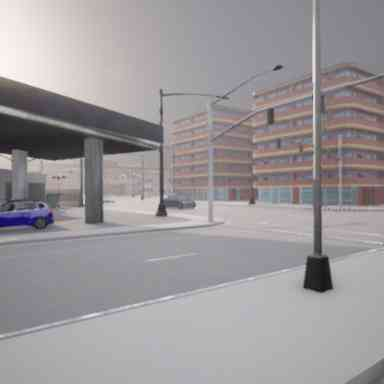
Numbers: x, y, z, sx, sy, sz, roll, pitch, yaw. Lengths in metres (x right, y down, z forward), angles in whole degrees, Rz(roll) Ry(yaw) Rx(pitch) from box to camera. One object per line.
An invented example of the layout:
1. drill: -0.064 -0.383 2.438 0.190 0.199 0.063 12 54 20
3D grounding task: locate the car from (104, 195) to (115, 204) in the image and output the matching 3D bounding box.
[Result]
1. car: -15.278 1.347 58.789 1.812 1.442 4.674 -1 0 -37

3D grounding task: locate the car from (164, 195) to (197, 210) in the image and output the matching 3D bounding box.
1. car: -1.438 1.163 40.387 2.097 1.767 4.553 -1 0 -37

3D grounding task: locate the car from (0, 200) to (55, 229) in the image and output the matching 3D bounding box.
1. car: -10.129 1.278 18.427 4.611 1.667 2.242 -1 0 -36

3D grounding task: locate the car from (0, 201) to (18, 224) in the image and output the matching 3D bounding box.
1. car: -14.132 1.447 22.617 3.806 1.475 1.970 -1 0 -36
